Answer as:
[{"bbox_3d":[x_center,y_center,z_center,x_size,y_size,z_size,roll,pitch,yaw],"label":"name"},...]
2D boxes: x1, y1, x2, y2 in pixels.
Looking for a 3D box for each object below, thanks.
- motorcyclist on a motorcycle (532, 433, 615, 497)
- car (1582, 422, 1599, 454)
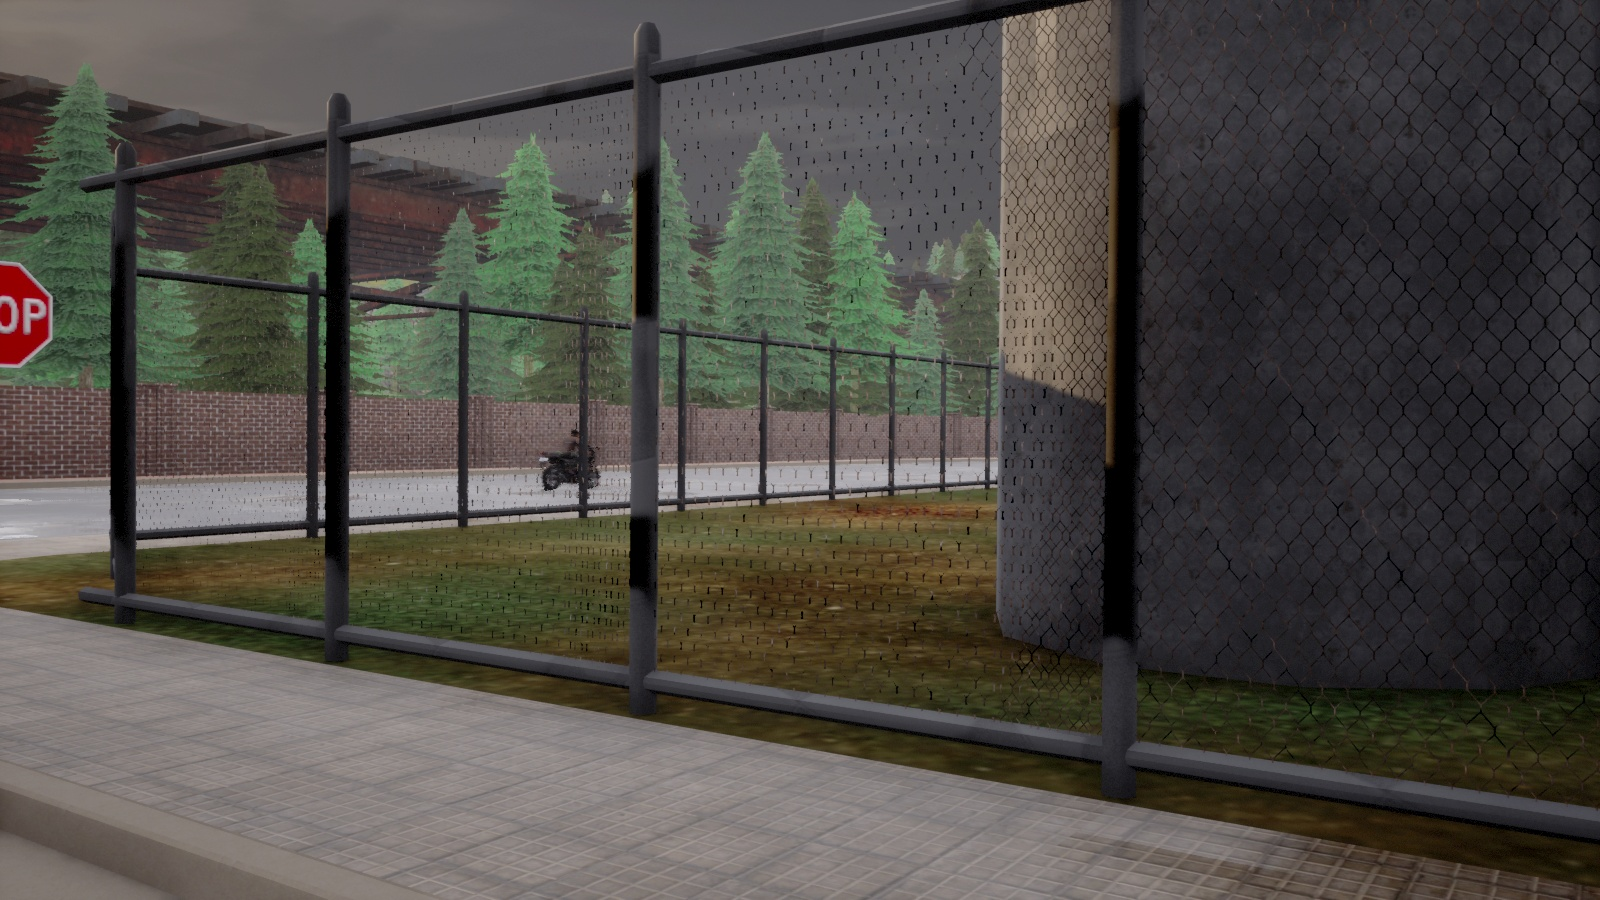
[{"bbox_3d":[-5.564,0.342,30.913,0.797,1.523,2.044,0,1,34],"label":"motorcyclist on a motorcycle"},{"bbox_3d":[43.134,-0.649,65.077,3.988,1.617,1.851,0,1,9],"label":"car"}]
